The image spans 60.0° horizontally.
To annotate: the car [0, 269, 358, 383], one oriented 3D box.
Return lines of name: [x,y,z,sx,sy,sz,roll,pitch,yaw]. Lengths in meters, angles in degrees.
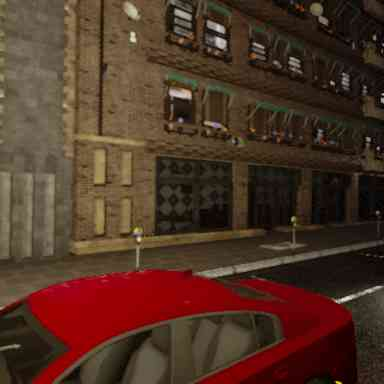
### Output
car: [-0.721,1.476,2.553,5.008,1.535,1.882,0,0,-36]
